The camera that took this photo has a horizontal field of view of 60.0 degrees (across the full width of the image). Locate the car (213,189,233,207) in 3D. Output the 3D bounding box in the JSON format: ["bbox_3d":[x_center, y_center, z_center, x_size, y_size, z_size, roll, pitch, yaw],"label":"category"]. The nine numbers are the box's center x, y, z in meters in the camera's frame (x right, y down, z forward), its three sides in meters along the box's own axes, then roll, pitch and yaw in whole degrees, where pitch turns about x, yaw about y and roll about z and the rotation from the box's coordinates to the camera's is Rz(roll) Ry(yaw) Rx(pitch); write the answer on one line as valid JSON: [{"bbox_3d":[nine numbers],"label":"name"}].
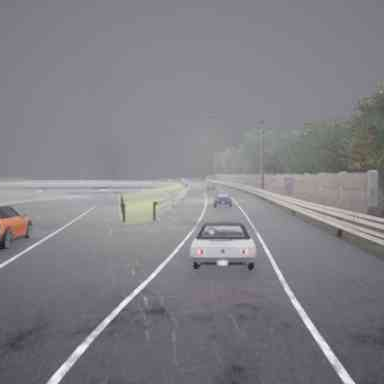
[{"bbox_3d":[3.273,0.751,35.934,1.812,1.442,4.674,-1,3,4],"label":"car"}]

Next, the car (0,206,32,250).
[{"bbox_3d":[-8.486,1.368,14.351,2.097,1.767,4.553,-1,0,-12],"label":"car"}]

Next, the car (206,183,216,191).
[{"bbox_3d":[3.893,-1.108,69.254,2.128,1.511,4.902,-1,3,-2],"label":"car"}]

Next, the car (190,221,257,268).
[{"bbox_3d":[1.087,1.648,11.468,1.895,1.301,4.718,-1,1,6],"label":"car"}]
